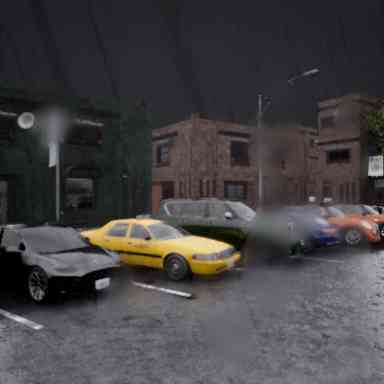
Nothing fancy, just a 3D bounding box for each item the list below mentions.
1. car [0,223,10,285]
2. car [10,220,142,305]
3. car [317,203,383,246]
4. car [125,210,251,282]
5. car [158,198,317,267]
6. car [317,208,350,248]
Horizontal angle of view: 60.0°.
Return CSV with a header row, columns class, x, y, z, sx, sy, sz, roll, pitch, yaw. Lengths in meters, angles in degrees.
class,x,y,z,sx,sy,sz,roll,pitch,yaw
car,-6.260,1.235,6.518,5.566,2.045,2.435,-1,-1,35
car,-3.800,1.514,8.238,4.792,1.488,2.163,-1,-1,35
car,5.974,1.359,15.181,4.553,1.767,2.185,-1,-1,35
car,-1.215,1.478,9.877,5.366,1.575,1.946,-1,-1,35
car,1.111,1.231,11.711,5.566,2.045,2.435,-1,-1,35
car,3.544,1.523,13.428,4.674,1.452,2.002,-1,-1,35
